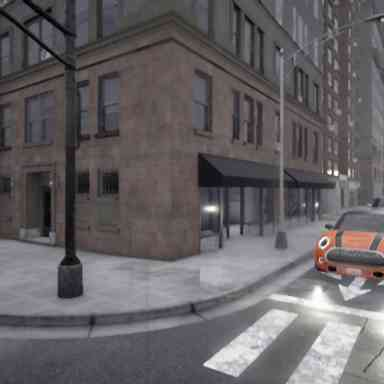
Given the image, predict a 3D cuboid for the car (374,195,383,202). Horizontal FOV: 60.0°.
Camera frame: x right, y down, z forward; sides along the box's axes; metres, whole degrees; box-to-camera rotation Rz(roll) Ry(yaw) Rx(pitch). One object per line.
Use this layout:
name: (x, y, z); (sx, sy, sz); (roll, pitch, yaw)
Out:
car: (11.293, 1.222, 18.701); (2.150, 2.045, 5.566); (0, 0, 35)

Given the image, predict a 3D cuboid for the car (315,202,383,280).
car: (5.235, 1.357, 9.976); (2.097, 1.767, 4.553); (0, 0, 34)
